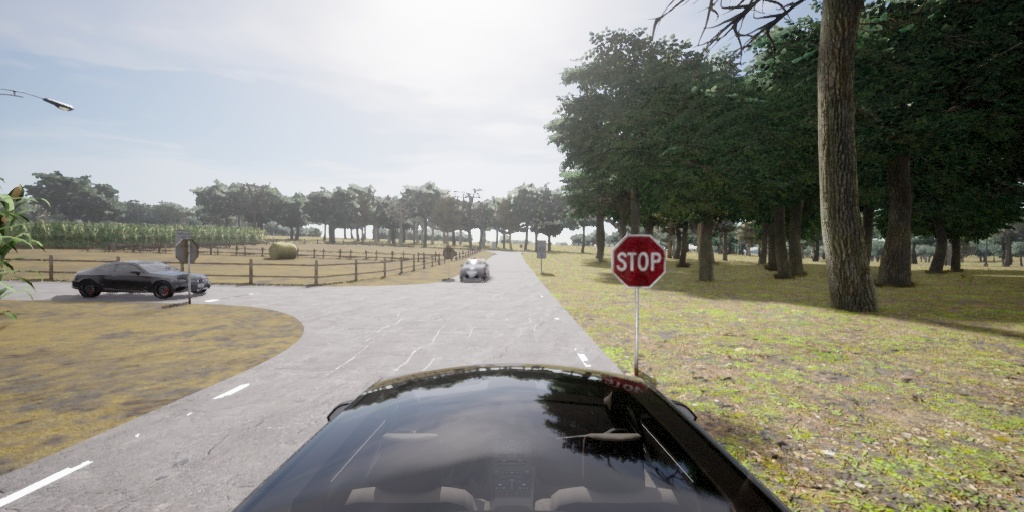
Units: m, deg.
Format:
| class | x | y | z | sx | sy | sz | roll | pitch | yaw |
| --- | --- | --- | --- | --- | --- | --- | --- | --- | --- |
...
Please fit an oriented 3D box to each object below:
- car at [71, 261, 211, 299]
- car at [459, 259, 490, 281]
| class | x | y | z | sx | sy | sz | roll | pitch | yaw |
| --- | --- | --- | --- | --- | --- | --- | --- | --- | --- |
| car | -15.306 | 0.929 | 14.919 | 4.674 | 1.442 | 1.812 | 1 | 1 | -1 |
| car | -2.657 | 0.962 | 26.175 | 2.128 | 1.511 | 4.902 | 0 | 1 | 0 |
